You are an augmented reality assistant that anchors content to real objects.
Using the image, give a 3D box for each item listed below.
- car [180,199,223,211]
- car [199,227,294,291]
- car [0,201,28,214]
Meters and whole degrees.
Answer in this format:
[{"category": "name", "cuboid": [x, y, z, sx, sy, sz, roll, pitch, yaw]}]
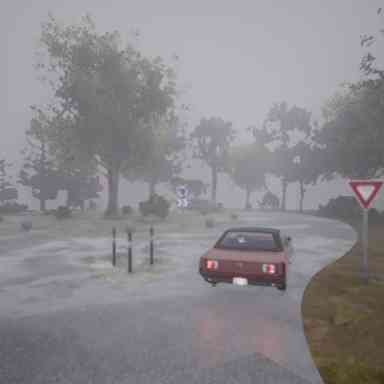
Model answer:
[{"category": "car", "cuboid": [1.125, 1.566, 40.750, 5.357, 1.411, 2.033, 0, 0, 30]}, {"category": "car", "cuboid": [1.744, 1.605, 9.144, 1.895, 1.301, 4.718, 0, 0, 19]}, {"category": "car", "cuboid": [-19.061, 1.608, 33.389, 1.895, 1.301, 4.718, 0, 0, 24]}]
